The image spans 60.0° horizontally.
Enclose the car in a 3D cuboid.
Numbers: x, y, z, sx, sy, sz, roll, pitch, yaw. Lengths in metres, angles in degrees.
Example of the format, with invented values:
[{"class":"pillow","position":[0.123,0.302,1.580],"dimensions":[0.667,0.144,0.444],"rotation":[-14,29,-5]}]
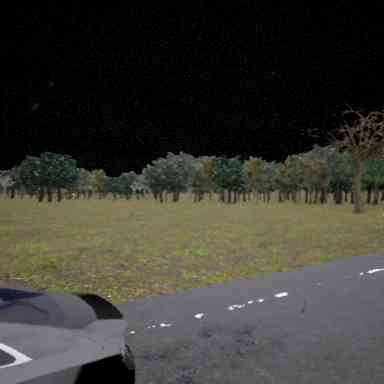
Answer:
[{"class":"car","position":[-2.740,1.480,2.038],"dimensions":[4.902,1.511,2.128],"rotation":[1,0,-35]}]
